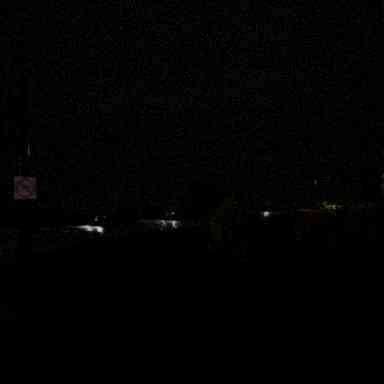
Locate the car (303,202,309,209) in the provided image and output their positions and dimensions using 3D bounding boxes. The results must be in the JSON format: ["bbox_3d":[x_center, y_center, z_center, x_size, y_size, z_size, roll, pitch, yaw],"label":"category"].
[{"bbox_3d":[20.364,2.363,57.987,1.895,1.301,4.718,-2,-2,36],"label":"car"}]

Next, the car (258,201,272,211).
[{"bbox_3d":[11.668,2.241,51.987,1.837,1.490,4.892,-2,-1,35],"label":"car"}]

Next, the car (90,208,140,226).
[{"bbox_3d":[-6.243,1.969,27.215,1.994,1.385,4.181,-2,-2,36],"label":"car"}]

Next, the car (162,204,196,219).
[{"bbox_3d":[-1.036,2.007,34.438,1.837,1.490,4.892,-2,-2,36],"label":"car"}]

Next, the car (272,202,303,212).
[{"bbox_3d":[14.288,2.193,49.480,2.033,1.411,5.357,-2,-2,36],"label":"car"}]
